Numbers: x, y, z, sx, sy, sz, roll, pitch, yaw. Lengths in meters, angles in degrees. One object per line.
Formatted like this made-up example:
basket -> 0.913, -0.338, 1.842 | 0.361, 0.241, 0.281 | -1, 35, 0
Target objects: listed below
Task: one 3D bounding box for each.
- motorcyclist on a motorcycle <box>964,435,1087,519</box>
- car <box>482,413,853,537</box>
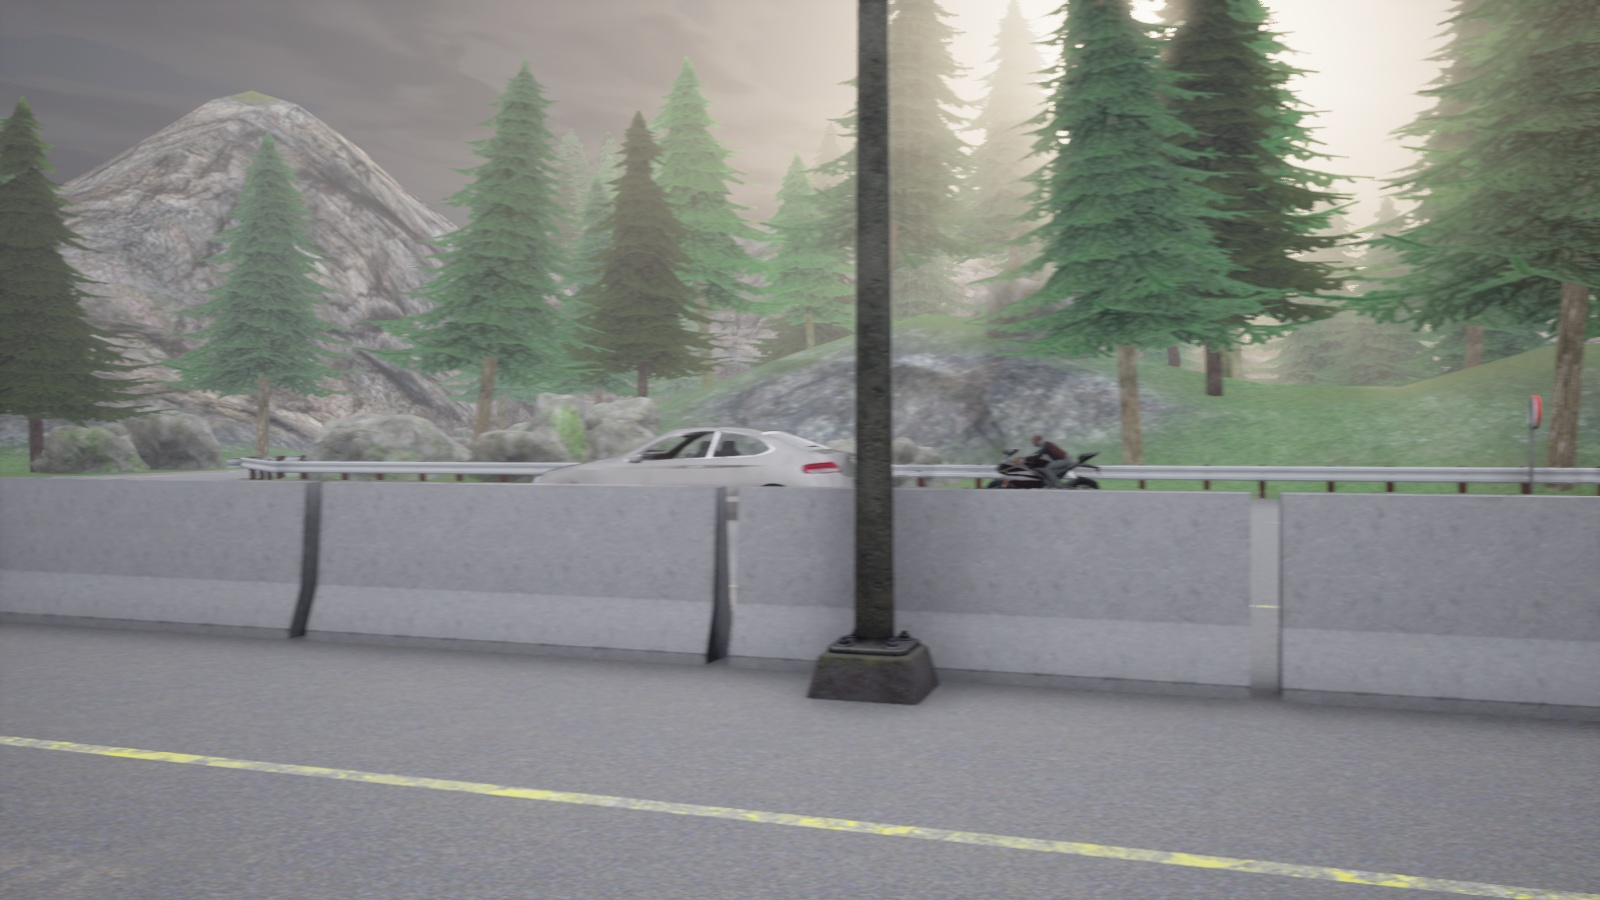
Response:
motorcyclist on a motorcycle -> 4.290, 0.496, 23.906 | 2.191, 1.530, 0.866 | 1, 1, 19
car -> -1.933, 0.301, 18.610 | 5.027, 1.651, 2.152 | 1, 1, 19
